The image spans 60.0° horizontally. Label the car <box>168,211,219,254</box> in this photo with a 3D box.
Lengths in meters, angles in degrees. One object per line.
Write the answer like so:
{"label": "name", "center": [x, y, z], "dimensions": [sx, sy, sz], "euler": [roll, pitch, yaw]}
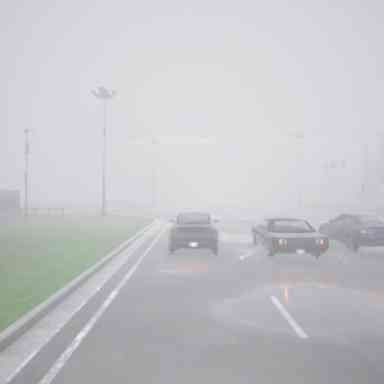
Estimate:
{"label": "car", "center": [0.069, 1.571, 13.854], "dimensions": [1.837, 1.490, 4.892], "euler": [0, 0, 0]}

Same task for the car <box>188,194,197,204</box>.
{"label": "car", "center": [0.026, 1.836, 74.651], "dimensions": [1.882, 1.535, 5.008], "euler": [0, 0, 0]}

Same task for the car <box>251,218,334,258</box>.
{"label": "car", "center": [3.565, 1.664, 13.083], "dimensions": [1.895, 1.301, 4.718], "euler": [0, 0, 0]}

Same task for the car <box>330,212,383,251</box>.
{"label": "car", "center": [7.071, 1.595, 14.261], "dimensions": [1.812, 1.442, 4.674], "euler": [0, 0, 0]}
